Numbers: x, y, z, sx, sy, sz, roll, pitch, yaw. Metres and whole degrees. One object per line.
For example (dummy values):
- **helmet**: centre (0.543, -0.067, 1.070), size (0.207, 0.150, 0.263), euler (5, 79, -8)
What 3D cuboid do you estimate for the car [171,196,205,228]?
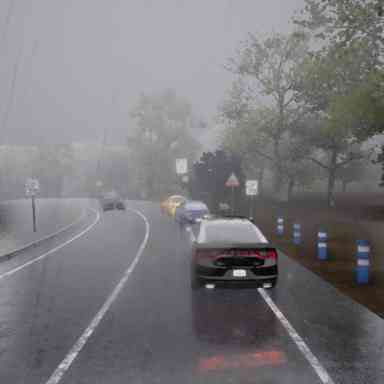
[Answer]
- **car**: centre (0.038, 1.201, 19.362), size (1.812, 1.442, 4.674), euler (-1, 2, -8)

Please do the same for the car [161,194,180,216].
- **car**: centre (-1.216, 0.937, 25.693), size (1.801, 1.575, 5.366), euler (-2, 2, -14)

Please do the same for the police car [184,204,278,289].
- **police car**: centre (0.866, 1.369, 9.187), size (1.930, 1.638, 5.238), euler (0, 1, -2)

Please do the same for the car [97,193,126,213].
- **car**: centre (-7.141, 1.091, 29.812), size (1.895, 1.301, 4.718), euler (-2, 2, -20)

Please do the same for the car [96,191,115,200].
- **car**: centre (-11.733, 0.610, 46.444), size (2.033, 1.411, 5.357), euler (-5, 3, -35)
